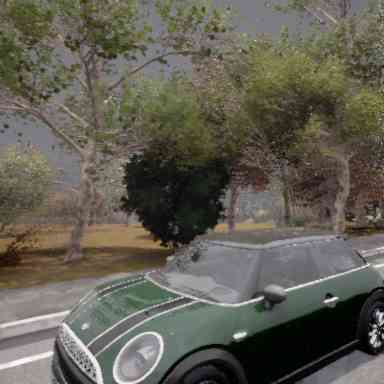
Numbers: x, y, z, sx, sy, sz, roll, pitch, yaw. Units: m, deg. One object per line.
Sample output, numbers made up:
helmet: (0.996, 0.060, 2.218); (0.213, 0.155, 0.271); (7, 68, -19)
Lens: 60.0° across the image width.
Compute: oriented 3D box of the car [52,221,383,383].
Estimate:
car: (0.633, 1.347, 4.441); (4.553, 1.767, 2.097); (0, 0, -35)
